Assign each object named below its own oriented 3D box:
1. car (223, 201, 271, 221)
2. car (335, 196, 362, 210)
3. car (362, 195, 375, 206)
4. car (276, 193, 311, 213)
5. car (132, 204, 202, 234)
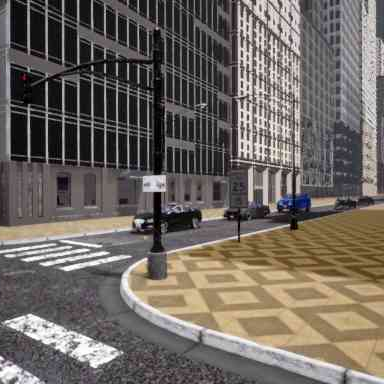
[{"bbox_3d":[4.596,1.472,27.098,2.033,1.411,5.357,0,0,37],"label":"car"},{"bbox_3d":[19.031,1.342,41.051,2.128,1.511,4.902,0,0,37],"label":"car"},{"bbox_3d":[27.065,1.313,51.786,1.837,1.490,4.892,0,0,37],"label":"car"},{"bbox_3d":[11.010,1.112,35.650,2.150,2.045,5.566,0,0,37],"label":"car"},{"bbox_3d":[-1.321,1.446,19.194,2.128,1.511,4.902,0,0,37],"label":"car"}]
